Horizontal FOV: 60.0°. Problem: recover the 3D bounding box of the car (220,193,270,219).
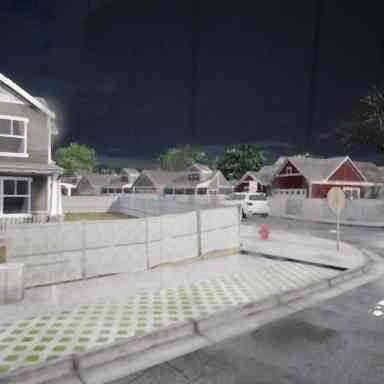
[{"bbox_3d":[4.234,1.089,27.641,2.150,2.045,5.566,1,0,-21],"label":"car"}]
